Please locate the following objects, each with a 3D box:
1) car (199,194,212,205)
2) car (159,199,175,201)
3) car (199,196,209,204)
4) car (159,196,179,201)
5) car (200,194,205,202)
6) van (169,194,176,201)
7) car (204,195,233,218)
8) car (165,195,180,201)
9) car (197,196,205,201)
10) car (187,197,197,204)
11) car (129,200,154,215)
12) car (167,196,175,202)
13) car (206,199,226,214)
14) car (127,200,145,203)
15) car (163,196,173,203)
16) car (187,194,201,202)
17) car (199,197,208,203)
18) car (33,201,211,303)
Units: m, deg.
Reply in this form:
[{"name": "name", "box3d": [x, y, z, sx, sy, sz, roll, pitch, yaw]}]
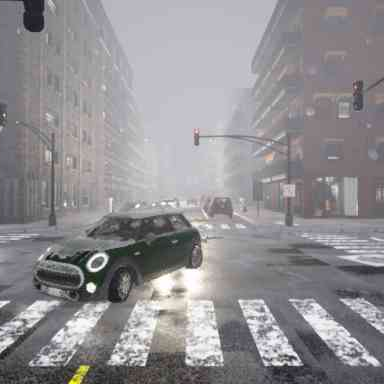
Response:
[{"name": "car", "box3d": [2.517, 1.401, 63.549, 2.192, 1.841, 5.009, 1, 0, 0]}, {"name": "car", "box3d": [-2.873, 1.575, 30.371, 1.994, 1.385, 4.181, 0, 0, 0]}, {"name": "car", "box3d": [2.509, 1.556, 69.112, 1.967, 1.590, 4.097, 1, 0, 0]}, {"name": "car", "box3d": [-2.867, 1.545, 40.261, 1.812, 1.442, 4.674, 0, 0, 0]}, {"name": "car", "box3d": [2.543, 1.335, 41.315, 2.192, 1.841, 5.009, 1, 0, 0]}, {"name": "van", "box3d": [-5.392, 1.587, 91.325, 1.690, 1.788, 3.998, 1, 0, 0]}, {"name": "car", "box3d": [2.555, 1.326, 30.190, 2.192, 1.841, 5.009, 1, 0, 0]}, {"name": "car", "box3d": [-2.808, 1.565, 50.463, 1.812, 1.442, 4.674, 0, 0, 0]}, {"name": "car", "box3d": [2.485, 1.812, 91.364, 1.947, 1.339, 4.313, 1, 0, 0]}, {"name": "car", "box3d": [-0.008, 1.684, 70.384, 1.994, 1.385, 4.181, 0, 0, 0]}, {"name": "car", "box3d": [-5.335, 1.580, 35.697, 1.947, 1.339, 4.313, 1, 0, 0]}, {"name": "car", "box3d": [-5.390, 1.763, 85.760, 2.008, 1.369, 4.403, 1, 0, 0]}, {"name": "car", "box3d": [2.546, 1.540, 35.919, 1.752, 1.417, 4.829, 1, 0, 0]}, {"name": "car", "box3d": [-5.329, 1.577, 30.136, 1.947, 1.339, 4.313, 1, 0, 0]}, {"name": "car", "box3d": [-5.377, 1.670, 74.461, 1.752, 1.417, 4.829, 1, 0, 0]}, {"name": "car", "box3d": [0.040, 1.564, 60.150, 2.128, 1.511, 4.902, 0, 0, 0]}, {"name": "car", "box3d": [2.501, 1.728, 74.672, 1.802, 1.307, 4.206, 1, 0, 0]}, {"name": "car", "box3d": [-1.568, 1.310, 8.410, 2.097, 1.767, 4.553, 0, 1, 30]}]
